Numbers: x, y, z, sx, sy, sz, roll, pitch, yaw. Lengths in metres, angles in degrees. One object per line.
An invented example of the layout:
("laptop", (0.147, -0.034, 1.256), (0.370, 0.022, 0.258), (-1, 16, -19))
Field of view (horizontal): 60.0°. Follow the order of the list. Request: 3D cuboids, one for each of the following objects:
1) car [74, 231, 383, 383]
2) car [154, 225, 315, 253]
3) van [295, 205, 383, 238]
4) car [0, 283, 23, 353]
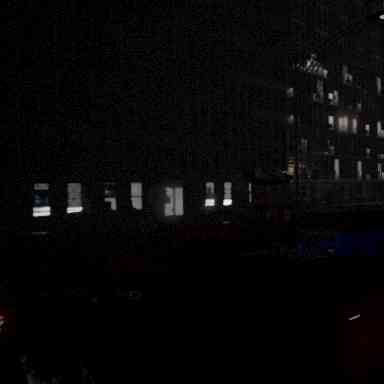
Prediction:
("car", (1.013, 1.512, 4.098), (4.674, 1.442, 1.812), (0, 0, -35))
("car", (0.247, 1.528, 6.749), (4.507, 1.381, 1.887), (0, -1, -35))
("van", (4.824, 1.300, 10.017), (3.998, 1.788, 1.690), (0, -1, -35))
("car", (-4.471, 1.534, 3.385), (4.829, 1.417, 1.752), (0, -1, -35))
